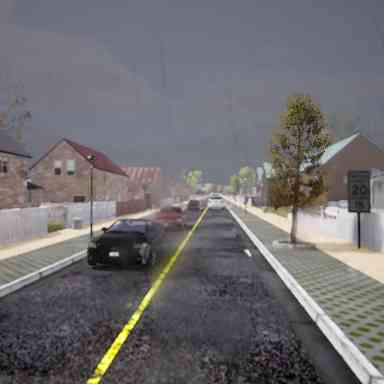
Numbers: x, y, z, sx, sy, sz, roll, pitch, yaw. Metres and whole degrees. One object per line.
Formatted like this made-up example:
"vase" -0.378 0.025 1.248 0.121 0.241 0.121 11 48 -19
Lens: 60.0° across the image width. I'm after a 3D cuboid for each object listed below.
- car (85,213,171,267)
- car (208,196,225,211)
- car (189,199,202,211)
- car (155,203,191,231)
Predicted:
"car" -2.101 1.637 11.638 1.994 1.385 4.181 0 0 4
"car" 3.396 1.504 46.204 2.150 2.045 5.566 0 0 5
"car" 0.325 1.776 44.647 1.837 1.490 4.892 0 0 4
"car" -1.347 1.662 21.726 1.812 1.442 4.674 0 0 4
